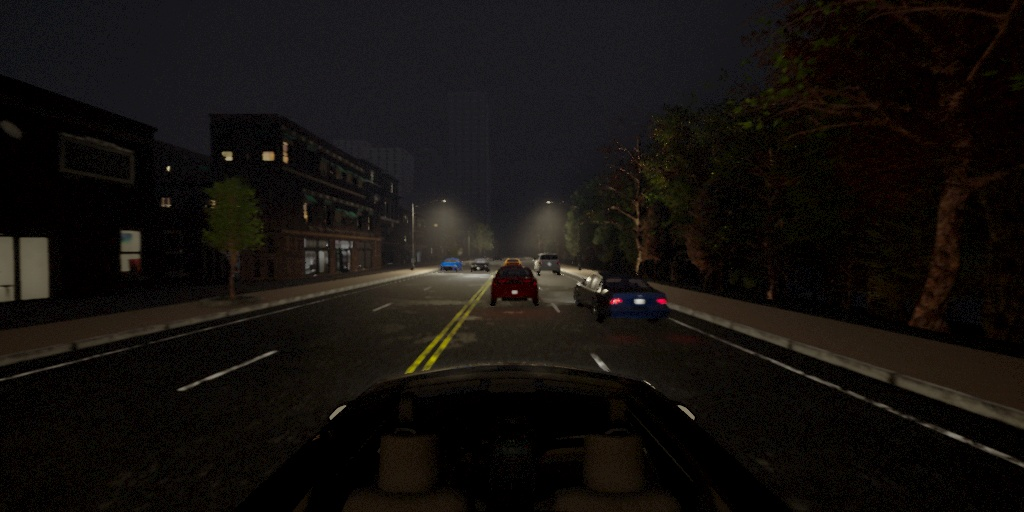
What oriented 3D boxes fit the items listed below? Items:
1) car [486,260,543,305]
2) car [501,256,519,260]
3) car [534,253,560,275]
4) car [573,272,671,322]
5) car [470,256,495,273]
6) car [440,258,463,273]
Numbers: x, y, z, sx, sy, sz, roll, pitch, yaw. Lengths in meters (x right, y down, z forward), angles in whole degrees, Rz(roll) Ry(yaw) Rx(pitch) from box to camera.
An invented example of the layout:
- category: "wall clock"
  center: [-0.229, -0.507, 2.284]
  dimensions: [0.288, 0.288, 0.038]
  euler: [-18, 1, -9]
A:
- category: "car"
  center: [0.097, 1.138, 15.633]
  dimensions: [1.882, 1.535, 5.008]
  euler: [0, 1, 0]
- category: "car"
  center: [0.087, 0.988, 38.560]
  dimensions: [1.882, 1.535, 5.008]
  euler: [0, 1, 0]
- category: "car"
  center: [3.336, 0.759, 34.615]
  dimensions: [2.150, 2.045, 5.566]
  euler: [0, 1, 0]
- category: "car"
  center: [3.356, 1.232, 11.986]
  dimensions: [2.033, 1.411, 5.357]
  euler: [0, 0, 0]
- category: "car"
  center: [-3.342, 1.002, 38.599]
  dimensions: [2.128, 1.511, 4.902]
  euler: [0, 0, 0]
- category: "car"
  center: [-6.586, 0.982, 39.320]
  dimensions: [1.882, 1.535, 5.008]
  euler: [0, 0, 0]
